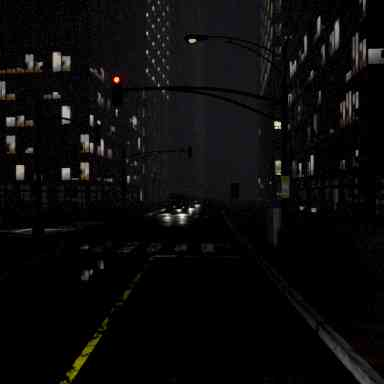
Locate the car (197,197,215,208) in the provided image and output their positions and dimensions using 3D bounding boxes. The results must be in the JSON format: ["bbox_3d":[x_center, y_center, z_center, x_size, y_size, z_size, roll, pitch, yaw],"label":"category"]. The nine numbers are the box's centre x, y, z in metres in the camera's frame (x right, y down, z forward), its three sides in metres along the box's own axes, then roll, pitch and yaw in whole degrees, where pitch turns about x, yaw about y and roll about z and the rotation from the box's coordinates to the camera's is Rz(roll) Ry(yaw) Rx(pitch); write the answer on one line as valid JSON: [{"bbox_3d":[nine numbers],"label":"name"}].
[{"bbox_3d":[2.302,1.506,46.419,2.033,1.411,5.357,0,0,5],"label":"car"}]

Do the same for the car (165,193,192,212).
[{"bbox_3d":[-1.625,1.195,37.843,2.150,2.045,5.566,0,0,5],"label":"car"}]

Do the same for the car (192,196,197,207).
[{"bbox_3d":[-0.745,1.436,47.881,1.882,1.535,5.008,0,0,6],"label":"car"}]

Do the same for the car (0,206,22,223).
[{"bbox_3d":[-16.573,1.854,27.924,4.403,1.369,2.008,-1,1,10],"label":"car"}]
